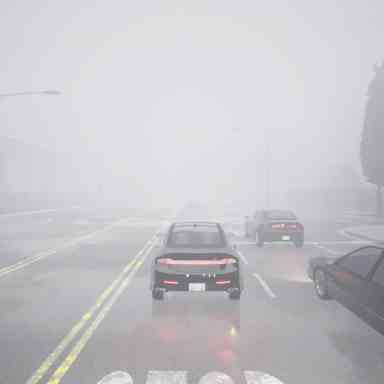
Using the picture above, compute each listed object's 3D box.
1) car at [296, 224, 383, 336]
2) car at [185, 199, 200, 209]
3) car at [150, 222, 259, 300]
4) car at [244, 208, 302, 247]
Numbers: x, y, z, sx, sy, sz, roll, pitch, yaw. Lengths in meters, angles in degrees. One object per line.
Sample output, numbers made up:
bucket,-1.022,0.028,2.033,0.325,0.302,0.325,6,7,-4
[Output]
car,3.591,1.547,5.349,2.033,1.411,5.357,0,0,0
car,0.026,1.601,44.134,1.895,1.301,4.718,0,0,0
car,0.087,1.491,8.397,2.128,1.511,4.902,0,0,0
car,3.575,1.505,15.095,1.837,1.490,4.892,0,0,0
